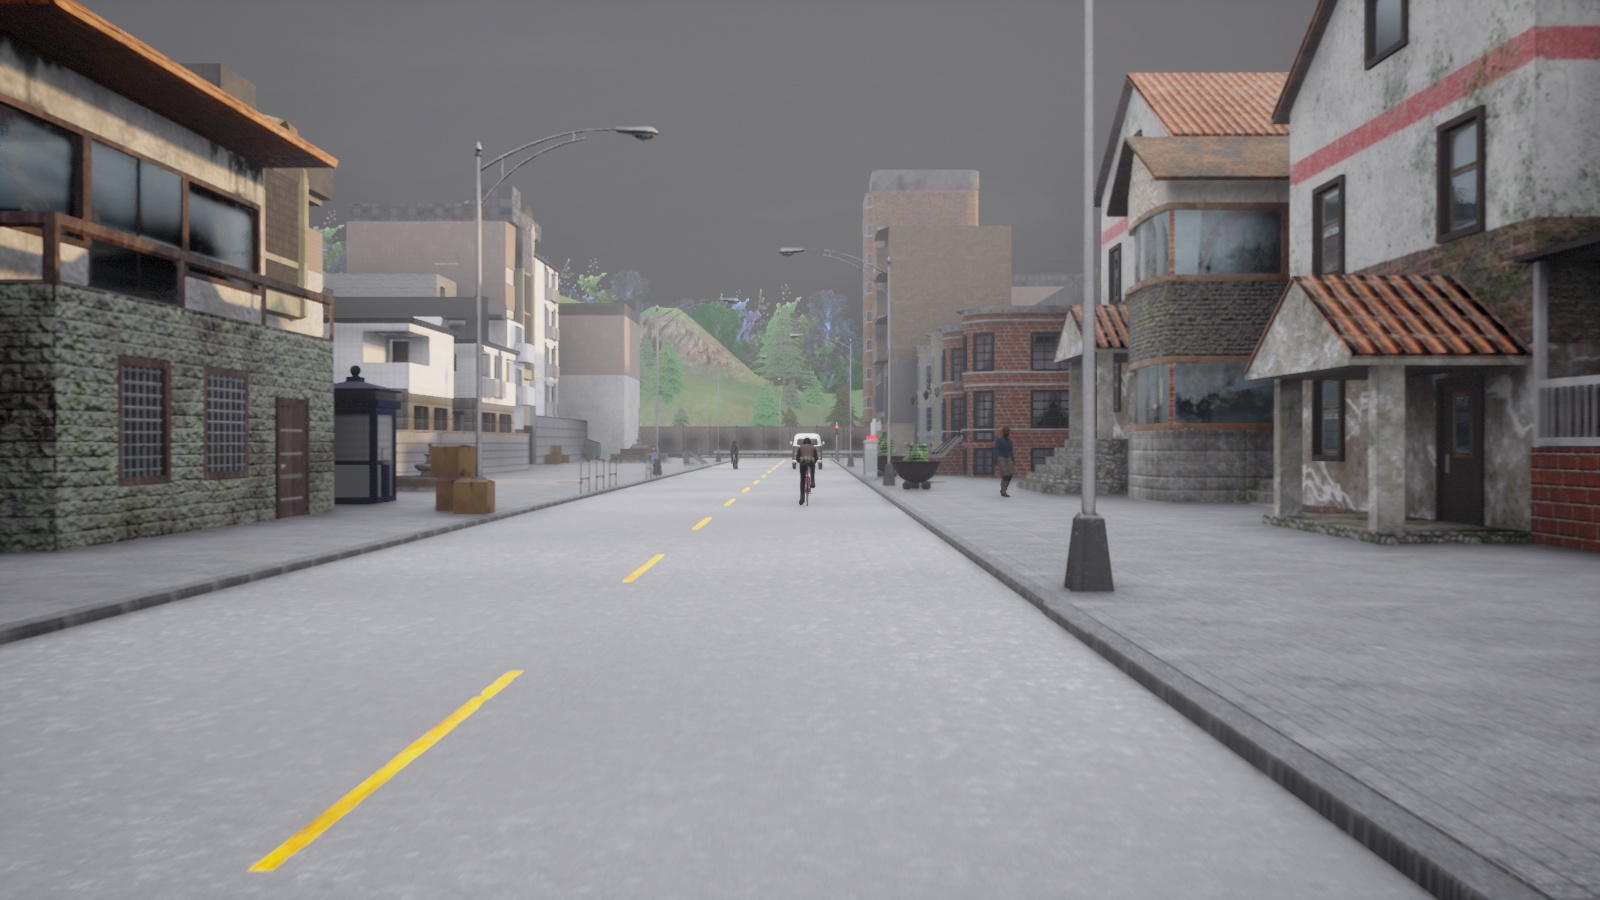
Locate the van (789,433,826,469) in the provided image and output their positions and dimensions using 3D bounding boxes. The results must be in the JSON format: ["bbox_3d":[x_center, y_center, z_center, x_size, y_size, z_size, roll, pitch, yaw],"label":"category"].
[{"bbox_3d":[0.429,0.059,73.031,2.069,2.038,4.480,0,0,0],"label":"van"}]

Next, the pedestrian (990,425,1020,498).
[{"bbox_3d":[5.176,0.281,31.685,0.370,1.835,0.726,0,0,-31],"label":"pedestrian"}]
